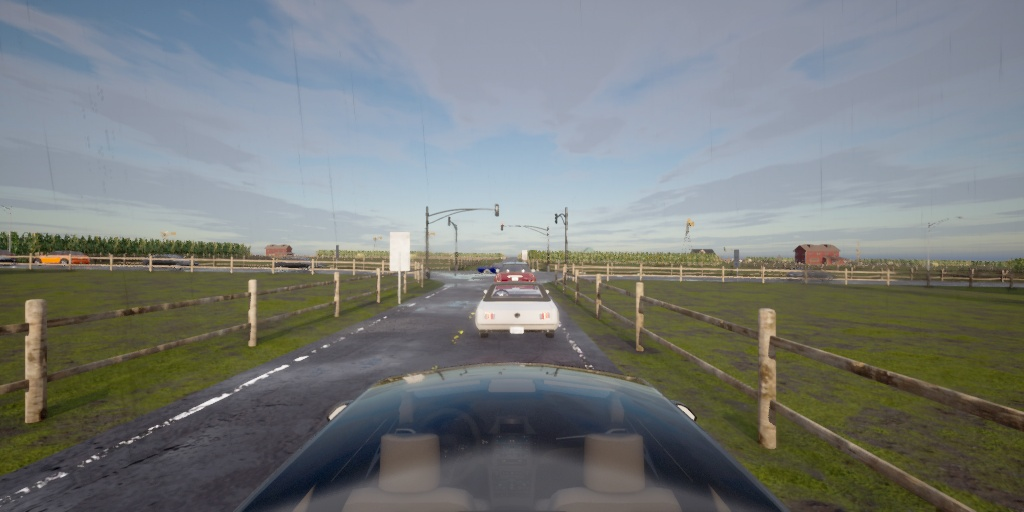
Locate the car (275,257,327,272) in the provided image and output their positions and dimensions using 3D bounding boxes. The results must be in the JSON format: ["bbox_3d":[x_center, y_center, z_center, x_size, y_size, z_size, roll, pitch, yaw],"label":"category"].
[{"bbox_3d":[-21.543,0.876,36.737,4.892,1.490,1.837,1,0,0],"label":"car"}]

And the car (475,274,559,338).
[{"bbox_3d":[0.124,1.352,10.135,1.895,1.301,4.718,0,0,0],"label":"car"}]

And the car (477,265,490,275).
[{"bbox_3d":[-1.128,1.358,36.668,4.718,1.301,1.895,1,0,0],"label":"car"}]

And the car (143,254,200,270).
[{"bbox_3d":[-34.858,0.629,36.781,4.892,1.490,1.837,3,0,0],"label":"car"}]

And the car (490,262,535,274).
[{"bbox_3d":[0.180,1.104,19.123,2.097,1.767,4.553,0,0,1],"label":"car"}]

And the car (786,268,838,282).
[{"bbox_3d":[30.551,1.921,36.574,4.181,1.385,1.994,1,0,0],"label":"car"}]
